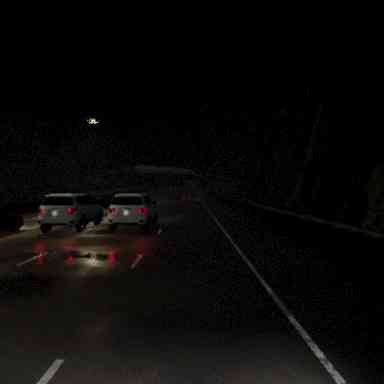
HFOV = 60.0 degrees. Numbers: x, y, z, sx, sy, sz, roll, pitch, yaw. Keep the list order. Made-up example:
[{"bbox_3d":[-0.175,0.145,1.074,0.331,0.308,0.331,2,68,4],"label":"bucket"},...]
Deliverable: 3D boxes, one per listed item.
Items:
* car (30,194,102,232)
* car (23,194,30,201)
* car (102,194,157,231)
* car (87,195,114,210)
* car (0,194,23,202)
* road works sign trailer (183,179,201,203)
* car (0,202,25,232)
[{"bbox_3d":[-6.895,1.105,19.384,2.150,2.045,5.566,0,1,0],"label":"car"},{"bbox_3d":[-21.067,0.979,46.763,2.128,1.511,4.902,0,1,0],"label":"car"},{"bbox_3d":[-3.394,1.101,19.805,2.150,2.045,5.566,0,1,0],"label":"car"},{"bbox_3d":[-10.389,1.169,38.013,1.812,1.442,4.674,0,1,0],"label":"car"},{"bbox_3d":[-24.566,0.988,46.348,2.128,1.511,4.902,0,1,0],"label":"car"},{"bbox_3d":[0.002,-0.127,50.589,2.380,3.560,2.880,0,1,0],"label":"road works sign trailer"},{"bbox_3d":[-10.395,1.458,16.397,2.033,1.411,5.357,0,1,0],"label":"car"}]
